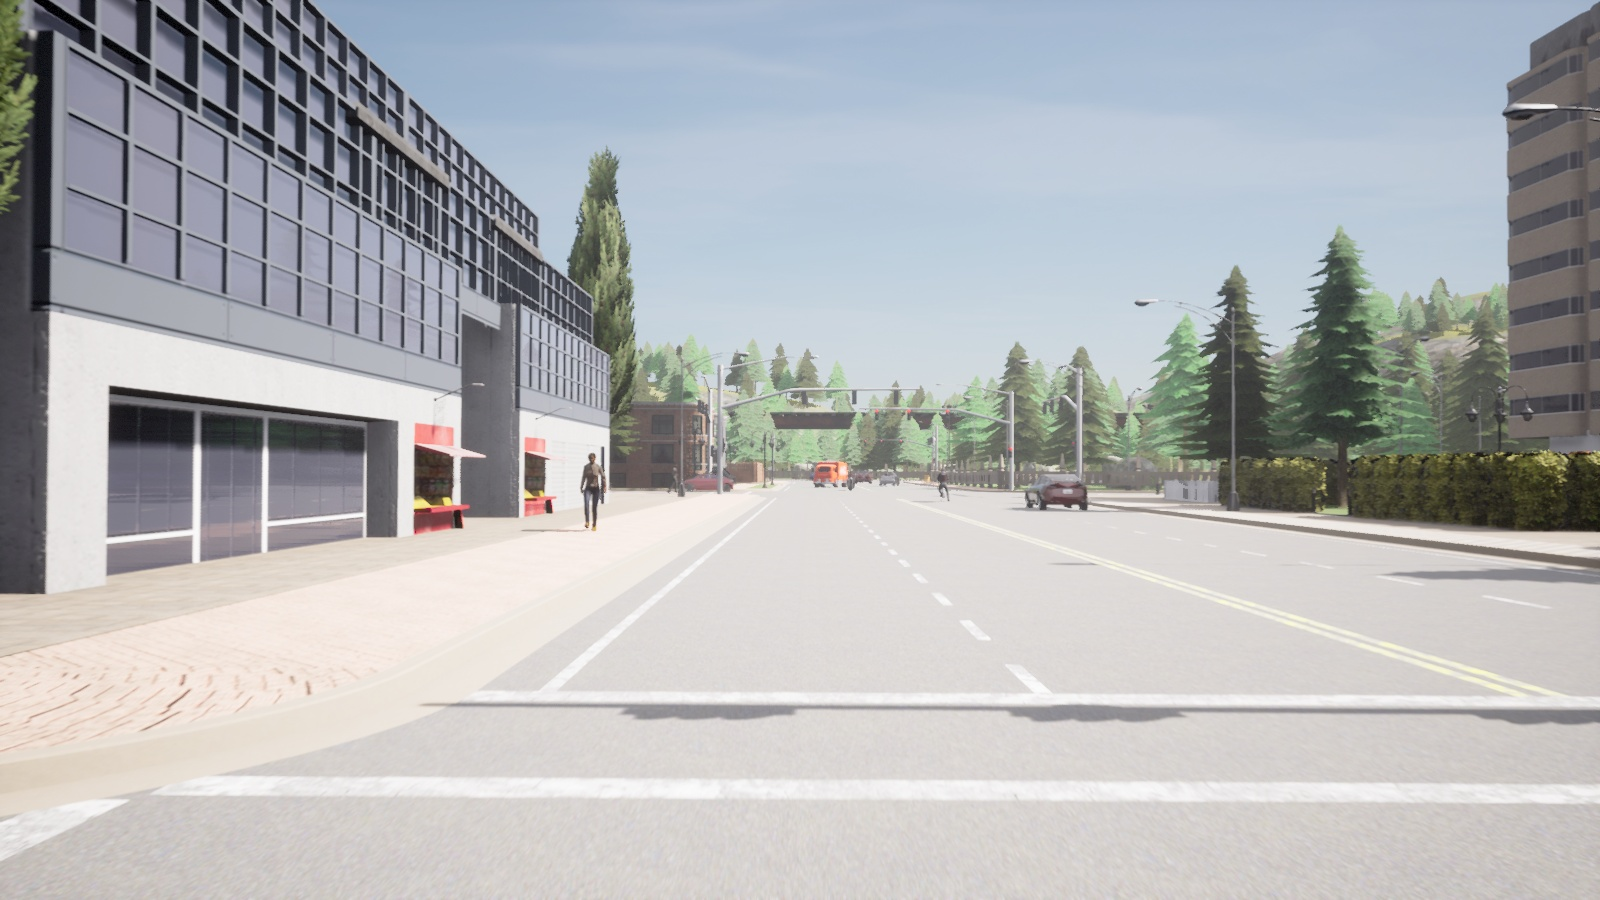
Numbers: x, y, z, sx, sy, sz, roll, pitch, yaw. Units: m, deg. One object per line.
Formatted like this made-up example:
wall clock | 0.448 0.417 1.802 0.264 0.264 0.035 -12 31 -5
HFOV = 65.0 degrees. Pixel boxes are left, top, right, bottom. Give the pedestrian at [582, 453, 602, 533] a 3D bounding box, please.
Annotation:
pedestrian | -4.769 0.975 28.823 0.328 1.805 0.869 0 -1 0

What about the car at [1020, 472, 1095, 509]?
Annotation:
car | 10.755 1.656 52.808 2.163 1.488 4.792 0 -1 0

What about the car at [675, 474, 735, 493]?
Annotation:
car | -6.989 2.450 92.094 4.181 1.385 1.994 0 -1 -9
